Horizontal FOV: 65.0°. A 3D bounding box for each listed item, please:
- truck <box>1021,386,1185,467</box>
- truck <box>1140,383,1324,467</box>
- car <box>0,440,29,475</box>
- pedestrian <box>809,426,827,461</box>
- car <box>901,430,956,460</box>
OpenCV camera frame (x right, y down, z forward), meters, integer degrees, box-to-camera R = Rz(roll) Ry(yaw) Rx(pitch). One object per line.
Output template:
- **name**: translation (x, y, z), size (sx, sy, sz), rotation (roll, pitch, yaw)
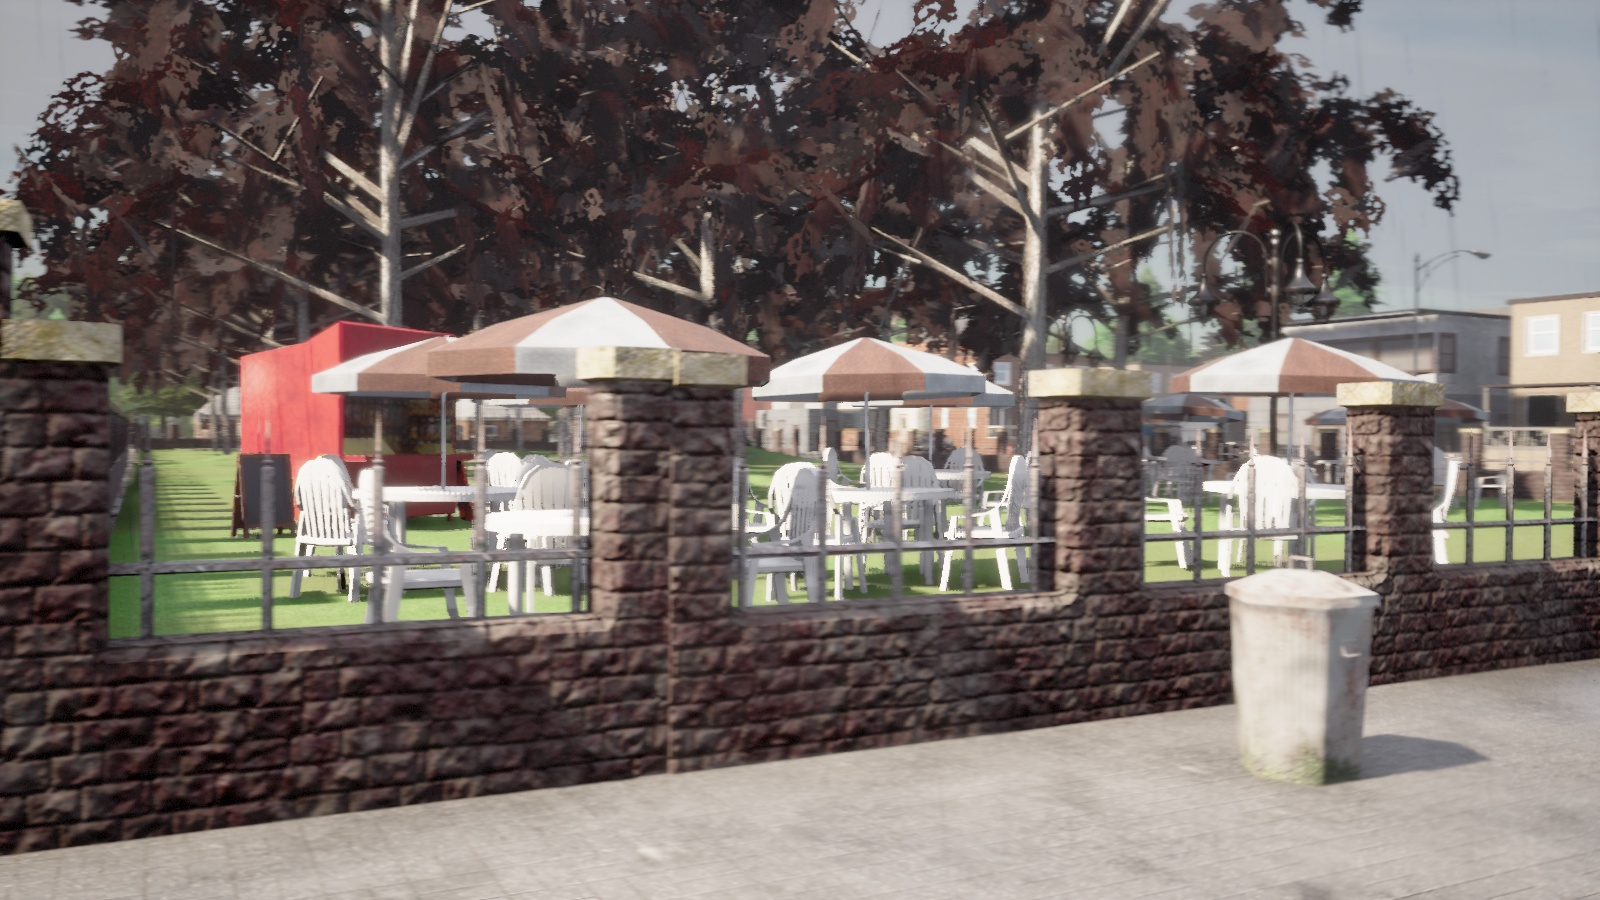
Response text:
- **truck**: translation (13.675, -1.036, 57.532), size (2.891, 3.462, 7.936), rotation (-1, 1, -26)
- **truck**: translation (19.040, -1.081, 55.960), size (2.891, 3.462, 7.936), rotation (-1, 1, -27)
- **car**: translation (-41.638, 0.366, 65.491), size (2.097, 1.767, 4.553), rotation (-1, 1, -28)
- **pedestrian**: translation (0.997, -0.346, 70.214), size (0.659, 1.952, 0.873), rotation (-1, 1, -28)
- **car**: translation (7.517, -0.325, 73.244), size (2.242, 1.667, 4.611), rotation (-1, 1, 18)
